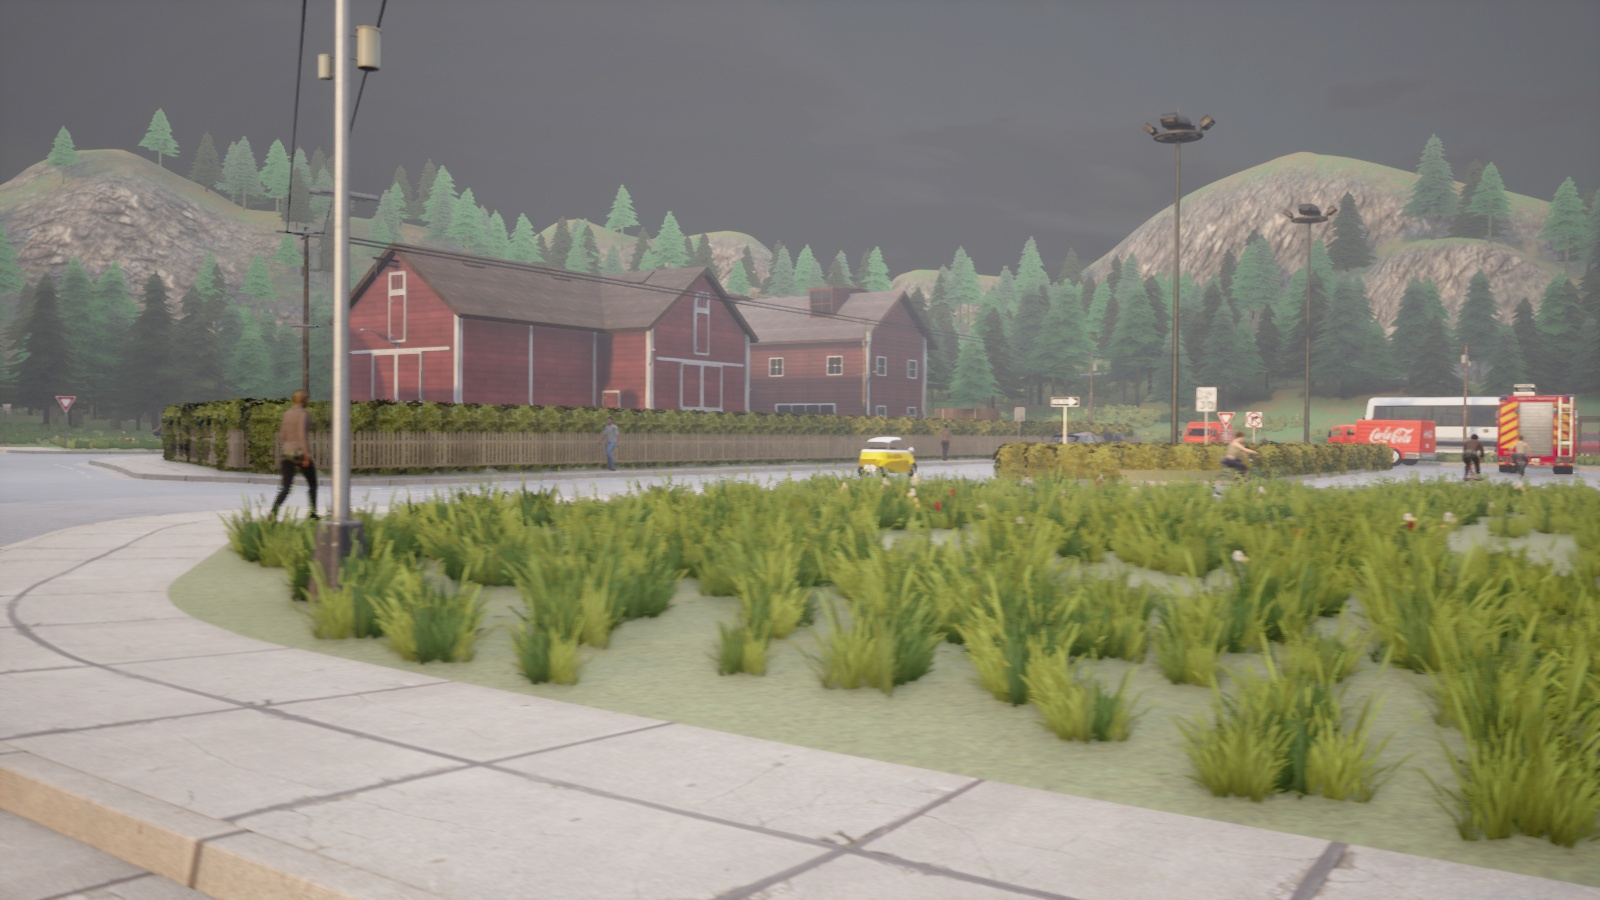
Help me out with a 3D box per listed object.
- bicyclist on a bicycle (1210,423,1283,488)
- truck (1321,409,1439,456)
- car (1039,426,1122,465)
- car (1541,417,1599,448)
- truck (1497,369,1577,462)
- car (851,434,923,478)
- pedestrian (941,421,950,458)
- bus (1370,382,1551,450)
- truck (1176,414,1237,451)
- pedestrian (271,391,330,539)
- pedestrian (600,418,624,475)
[{"bbox_3d":[11.148,0.139,31.370,1.509,1.612,0.866,0,-1,0],"label":"bicyclist on a bicycle"},{"bbox_3d":[31.391,-0.964,68.073,2.627,2.467,5.204,-1,1,-43],"label":"truck"},{"bbox_3d":[12.685,-0.225,56.530,2.033,1.649,4.856,0,1,34],"label":"car"},{"bbox_3d":[51.793,-1.140,82.147,5.566,2.045,2.150,0,1,34],"label":"car"},{"bbox_3d":[32.937,-1.499,56.170,2.891,3.827,8.468,0,1,30],"label":"truck"},{"bbox_3d":[2.917,0.189,41.860,1.481,1.376,2.207,0,1,34],"label":"car"},{"bbox_3d":[7.087,-0.510,61.026,0.328,1.805,0.869,0,1,13],"label":"pedestrian"},{"bbox_3d":[43.754,-2.179,83.319,10.273,4.253,3.944,0,1,34],"label":"bus"},{"bbox_3d":[27.649,-1.161,85.319,2.627,2.467,5.204,0,0,34],"label":"truck"},{"bbox_3d":[-6.360,0.181,16.007,0.331,1.846,0.634,0,1,20],"label":"pedestrian"},{"bbox_3d":[-6.196,-0.121,41.387,0.354,1.836,0.706,0,1,36],"label":"pedestrian"}]
